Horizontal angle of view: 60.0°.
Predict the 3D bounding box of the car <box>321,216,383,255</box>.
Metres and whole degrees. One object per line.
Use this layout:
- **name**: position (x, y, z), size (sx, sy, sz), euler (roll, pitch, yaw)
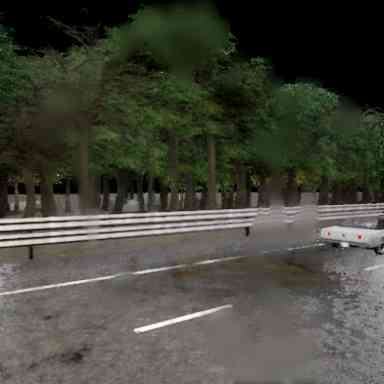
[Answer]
- **car**: position (7.312, 1.598, 13.258), size (4.718, 1.301, 1.895), euler (0, 0, -35)
